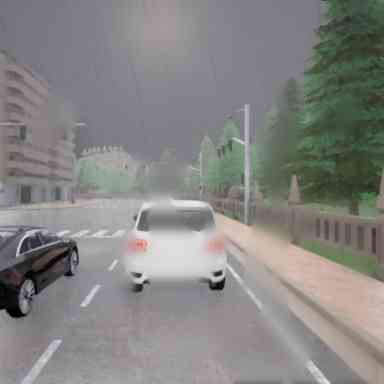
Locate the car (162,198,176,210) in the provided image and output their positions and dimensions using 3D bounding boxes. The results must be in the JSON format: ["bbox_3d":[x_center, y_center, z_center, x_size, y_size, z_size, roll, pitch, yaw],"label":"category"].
[{"bbox_3d":[-3.096,1.547,44.370,1.812,1.442,4.674,0,0,-4],"label":"car"}]

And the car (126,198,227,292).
[{"bbox_3d":[-0.464,1.226,9.131,2.150,2.045,5.566,0,0,-4],"label":"car"}]

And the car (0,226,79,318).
[{"bbox_3d":[-3.958,1.495,7.355,2.128,1.511,4.902,0,0,-3],"label":"car"}]
